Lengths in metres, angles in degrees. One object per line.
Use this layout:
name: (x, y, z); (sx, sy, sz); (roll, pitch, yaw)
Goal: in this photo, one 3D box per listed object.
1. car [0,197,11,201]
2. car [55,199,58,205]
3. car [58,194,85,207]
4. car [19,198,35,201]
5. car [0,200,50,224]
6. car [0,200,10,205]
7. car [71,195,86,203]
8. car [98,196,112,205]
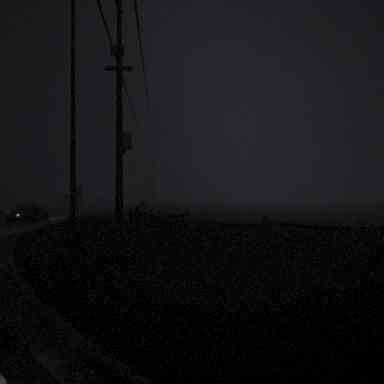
car: (-28.750, 1.532, 49.974); (2.128, 1.511, 4.902); (0, 0, -5)
car: (-22.665, 1.588, 59.051); (2.033, 1.411, 5.357); (0, 0, -5)
car: (-18.339, 1.256, 51.412); (2.150, 2.045, 5.566); (0, 0, -5)
car: (-25.369, 1.603, 51.411); (1.994, 1.385, 4.181); (0, 0, -5)
car: (-12.298, 1.583, 25.121); (1.994, 1.385, 4.181); (0, 0, -6)
car: (-15.878, 1.546, 24.984); (1.812, 1.442, 4.674); (0, 0, -5)
car: (-23.631, 1.432, 69.426); (1.994, 1.385, 4.181); (0, 0, -5)
car: (-15.619, 1.541, 59.960); (1.837, 1.490, 4.892); (0, -1, -5)
